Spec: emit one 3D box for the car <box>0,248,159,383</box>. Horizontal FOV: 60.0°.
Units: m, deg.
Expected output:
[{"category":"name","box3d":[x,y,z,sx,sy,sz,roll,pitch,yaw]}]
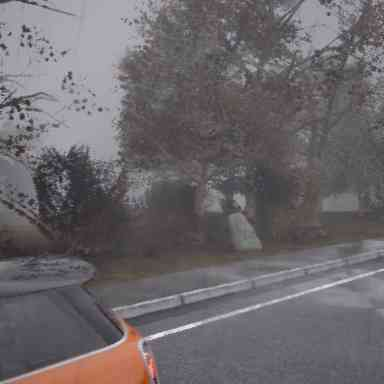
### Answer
[{"category":"car","box3d":[-2.444,1.357,1.933,4.553,1.767,2.097,0,0,-35]}]
